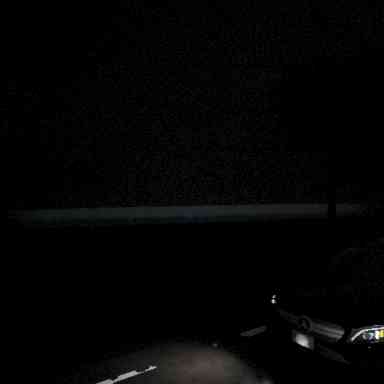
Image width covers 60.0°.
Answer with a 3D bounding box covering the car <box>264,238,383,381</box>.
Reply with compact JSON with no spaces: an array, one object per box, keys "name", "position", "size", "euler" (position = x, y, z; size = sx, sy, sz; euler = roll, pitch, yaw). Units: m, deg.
[{"name":"car","position":[3.232,1.530,5.379],"size":[4.674,1.442,1.812],"euler":[0,0,-35]}]
